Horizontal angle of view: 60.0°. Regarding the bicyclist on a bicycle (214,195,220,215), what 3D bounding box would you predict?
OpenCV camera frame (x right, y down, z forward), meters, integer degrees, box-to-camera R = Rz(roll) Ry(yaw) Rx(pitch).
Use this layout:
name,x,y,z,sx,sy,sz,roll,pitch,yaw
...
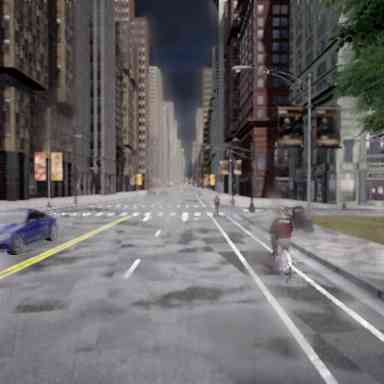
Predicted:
name,x,y,z,sx,sy,sz,roll,pitch,yaw
bicyclist on a bicycle,2.145,1.101,28.446,0.582,1.620,1.656,0,0,0

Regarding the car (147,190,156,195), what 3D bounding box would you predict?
name,x,y,z,sx,sy,sz,roll,pitch,yaw
car,-10.056,0.117,82.897,1.994,1.385,4.181,0,1,0

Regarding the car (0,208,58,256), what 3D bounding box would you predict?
name,x,y,z,sx,sy,sz,roll,pitch,yaw
car,-6.637,1.366,12.529,1.812,1.442,4.674,0,1,0

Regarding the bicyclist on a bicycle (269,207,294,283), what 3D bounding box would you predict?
name,x,y,z,sx,sy,sz,roll,pitch,yaw
bicyclist on a bicycle,2.213,1.260,8.372,0.659,1.776,1.843,0,1,0

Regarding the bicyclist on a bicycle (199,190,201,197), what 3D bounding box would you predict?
name,x,y,z,sx,sy,sz,roll,pitch,yaw
bicyclist on a bicycle,1.946,0.404,82.496,0.582,1.620,1.656,0,1,0

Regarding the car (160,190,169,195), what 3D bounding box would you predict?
name,x,y,z,sx,sy,sz,roll,pitch,yaw
car,-6.806,0.104,82.909,2.033,1.411,5.357,0,1,0
